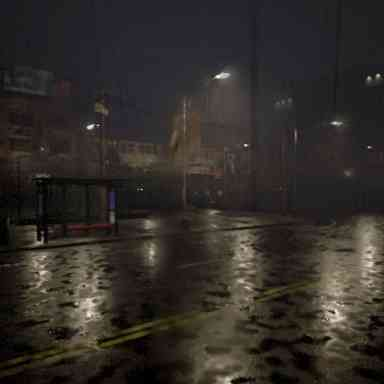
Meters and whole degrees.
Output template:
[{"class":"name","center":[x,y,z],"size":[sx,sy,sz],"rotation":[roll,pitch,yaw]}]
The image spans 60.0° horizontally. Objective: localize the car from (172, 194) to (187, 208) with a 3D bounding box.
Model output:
[{"class":"car","center":[-1.900,1.459,48.189],"size":[2.185,1.767,4.553],"rotation":[0,0,-36]}]

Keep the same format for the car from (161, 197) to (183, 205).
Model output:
[{"class":"car","center":[-3.743,1.648,61.905],"size":[1.837,1.490,4.892],"rotation":[0,0,-35]}]

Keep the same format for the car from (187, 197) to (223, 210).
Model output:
[{"class":"car","center":[1.962,1.549,43.051],"size":[2.097,1.535,5.008],"rotation":[0,0,-36]}]

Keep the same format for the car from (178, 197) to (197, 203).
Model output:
[{"class":"car","center":[-1.112,1.746,75.841],"size":[1.895,1.301,4.718],"rotation":[0,0,-36]}]

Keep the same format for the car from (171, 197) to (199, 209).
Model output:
[{"class":"car","center":[-1.174,1.680,52.355],"size":[1.837,1.490,4.892],"rotation":[0,1,-36]}]

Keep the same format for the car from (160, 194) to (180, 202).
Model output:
[{"class":"car","center":[-5.465,1.421,81.823],"size":[2.435,2.045,5.566],"rotation":[0,0,-36]}]
